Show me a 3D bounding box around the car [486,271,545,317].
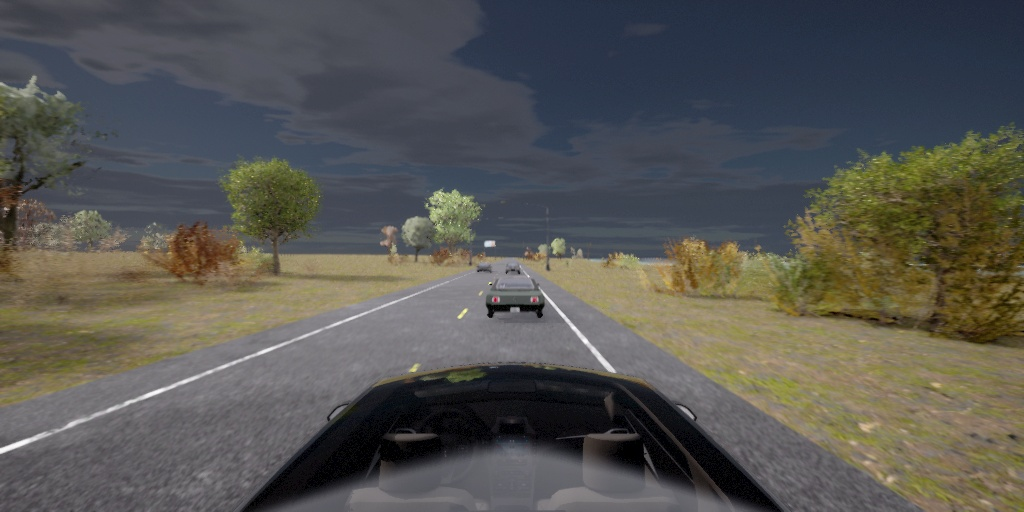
[{"bbox_3d":[0.103,1.403,13.418,1.895,1.301,4.718,0,0,0],"label":"car"}]

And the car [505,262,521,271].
[{"bbox_3d":[0.105,1.485,45.897,2.033,1.411,5.357,0,0,0],"label":"car"}]

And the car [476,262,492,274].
[{"bbox_3d":[-3.494,1.485,45.938,2.033,1.411,5.357,0,0,0],"label":"car"}]
